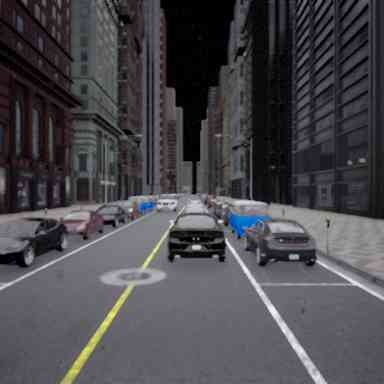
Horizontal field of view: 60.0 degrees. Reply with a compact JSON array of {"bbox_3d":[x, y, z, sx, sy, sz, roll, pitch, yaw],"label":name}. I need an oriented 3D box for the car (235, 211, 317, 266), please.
[{"bbox_3d":[2.826,1.557,11.347,2.008,1.369,4.403,0,0,0],"label":"car"}]

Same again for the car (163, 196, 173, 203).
[{"bbox_3d":[-5.323,1.635,73.383,1.887,1.381,4.507,0,0,0],"label":"car"}]

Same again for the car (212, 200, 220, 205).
[{"bbox_3d":[2.929,1.603,28.256,1.802,1.307,4.206,0,0,0],"label":"car"}]

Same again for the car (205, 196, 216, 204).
[{"bbox_3d":[3.031,1.588,45.164,1.887,1.381,4.507,0,0,0],"label":"car"}]

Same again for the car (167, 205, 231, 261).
[{"bbox_3d":[0.156,1.484,12.365,1.882,1.535,5.008,0,0,0],"label":"car"}]

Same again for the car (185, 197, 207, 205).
[{"bbox_3d":[0.289,1.552,32.561,1.812,1.442,4.674,0,0,0],"label":"car"}]

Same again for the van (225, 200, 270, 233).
[{"bbox_3d":[2.860,1.351,16.983,1.690,1.788,3.998,0,0,0],"label":"van"}]

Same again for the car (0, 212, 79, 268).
[{"bbox_3d":[-5.699,1.571,11.381,1.947,1.339,4.313,0,0,0],"label":"car"}]

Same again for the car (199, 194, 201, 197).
[{"bbox_3d":[3.237,1.629,79.151,1.752,1.417,4.829,0,0,0],"label":"car"}]

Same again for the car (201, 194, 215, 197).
[{"bbox_3d":[3.099,1.375,56.436,2.192,1.841,5.009,0,0,0],"label":"car"}]

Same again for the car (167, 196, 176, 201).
[{"bbox_3d":[-5.254,1.680,84.656,1.947,1.339,4.313,0,0,0],"label":"car"}]

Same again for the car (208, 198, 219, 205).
[{"bbox_3d":[2.963,1.579,33.892,2.008,1.369,4.403,0,0,0],"label":"car"}]

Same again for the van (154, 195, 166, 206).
[{"bbox_3d":[-5.426,1.400,56.473,1.690,1.788,3.998,0,0,0],"label":"van"}]

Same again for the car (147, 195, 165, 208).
[{"bbox_3d":[-5.460,1.365,50.837,2.192,1.841,5.009,0,0,0],"label":"car"}]

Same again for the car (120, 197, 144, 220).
[{"bbox_3d":[-5.596,1.460,28.292,1.967,1.590,4.097,0,0,0],"label":"car"}]

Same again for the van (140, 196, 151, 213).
[{"bbox_3d":[-5.563,1.368,33.928,1.690,1.788,3.998,0,0,0],"label":"van"}]

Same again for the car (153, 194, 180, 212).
[{"bbox_3d":[-2.862,1.255,39.043,2.150,2.045,5.566,0,0,0],"label":"car"}]

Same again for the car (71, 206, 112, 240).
[{"bbox_3d":[-5.664,1.591,17.019,1.802,1.307,4.206,0,0,0],"label":"car"}]

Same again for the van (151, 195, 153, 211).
[{"bbox_3d":[-5.528,1.376,39.565,1.690,1.788,3.998,0,0,0],"label":"van"}]

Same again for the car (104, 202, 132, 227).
[{"bbox_3d":[-5.630,1.580,22.655,1.947,1.339,4.313,0,0,0],"label":"car"}]

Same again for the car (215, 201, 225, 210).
[{"bbox_3d":[2.894,1.566,22.620,2.008,1.369,4.403,0,0,0],"label":"car"}]
